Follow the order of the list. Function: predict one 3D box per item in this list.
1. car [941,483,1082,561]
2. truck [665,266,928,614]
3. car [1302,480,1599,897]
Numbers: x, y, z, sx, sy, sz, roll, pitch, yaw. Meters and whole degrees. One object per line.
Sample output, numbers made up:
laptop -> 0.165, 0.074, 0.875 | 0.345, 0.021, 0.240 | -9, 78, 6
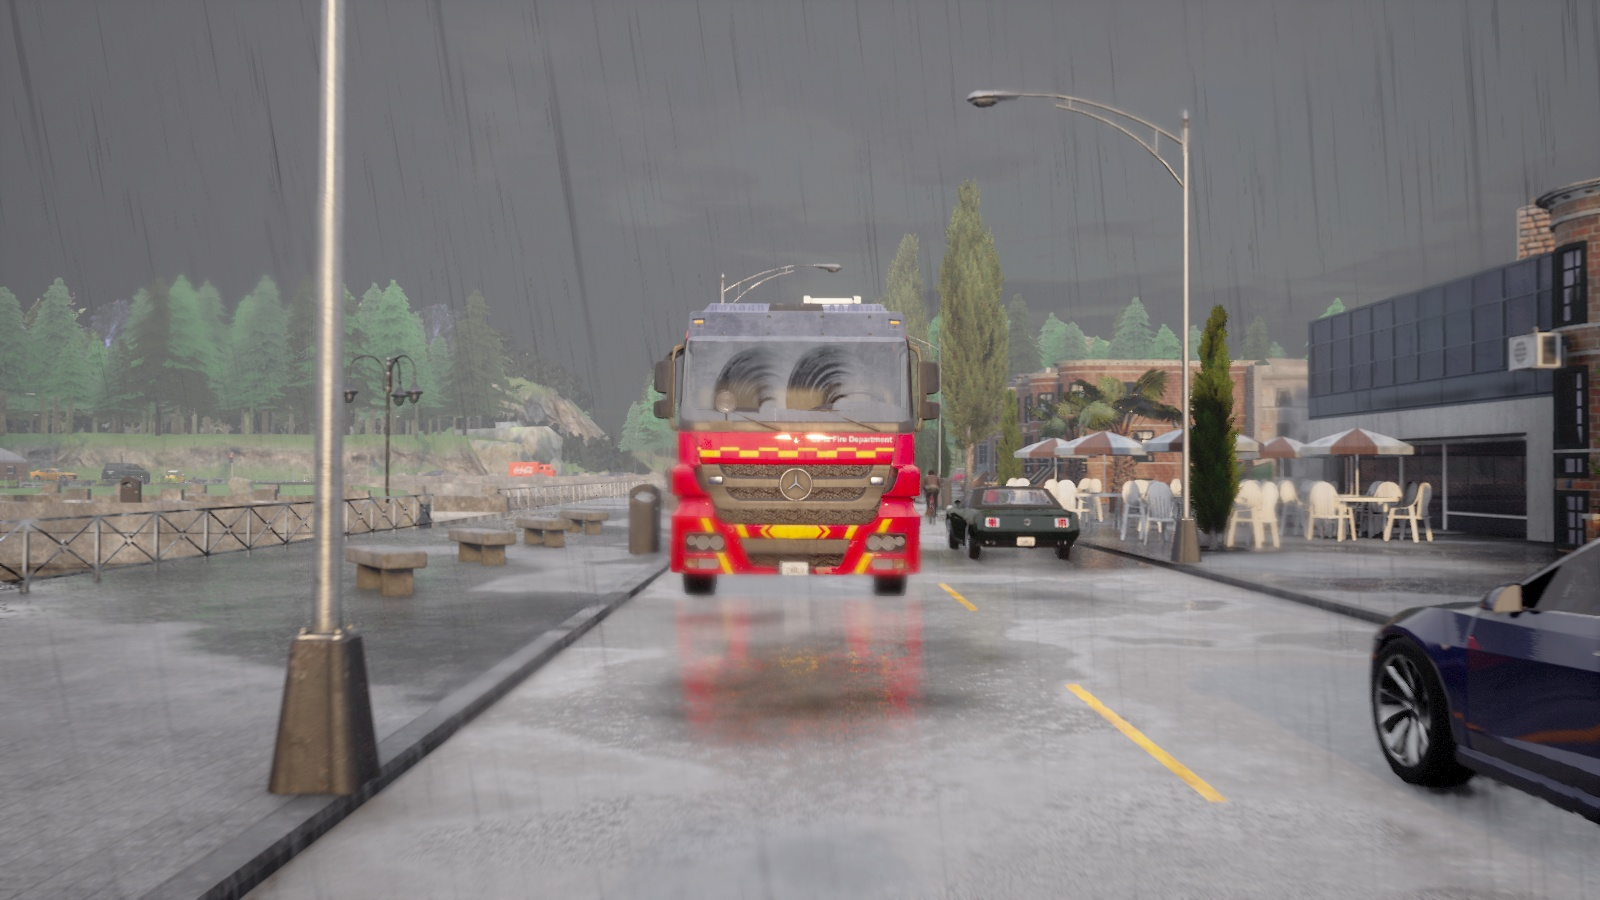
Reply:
car -> 3.937, 1.304, 24.154 | 1.895, 1.301, 4.718 | 0, -1, 0
truck -> -0.052, -0.047, 18.092 | 2.891, 3.827, 8.468 | 0, -1, 0
car -> 3.986, 0.880, 4.841 | 2.163, 1.488, 4.792 | 0, -1, 0
